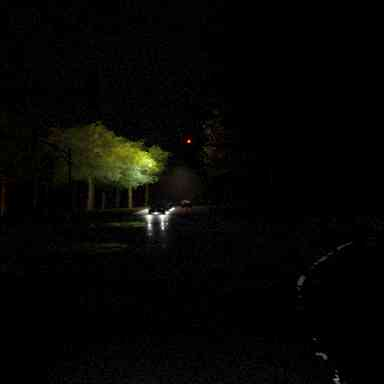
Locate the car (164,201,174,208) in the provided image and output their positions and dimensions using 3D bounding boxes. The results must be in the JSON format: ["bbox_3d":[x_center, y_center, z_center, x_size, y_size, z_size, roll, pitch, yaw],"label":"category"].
[{"bbox_3d":[-4.707,2.565,68.213,1.895,1.301,4.718,0,-2,-1],"label":"car"}]

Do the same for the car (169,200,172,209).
[{"bbox_3d":[-4.353,2.079,49.051,1.812,1.442,4.674,0,-1,-1],"label":"car"}]

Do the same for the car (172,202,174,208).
[{"bbox_3d":[-4.545,2.073,57.983,2.097,1.767,4.553,0,-1,-1],"label":"car"}]

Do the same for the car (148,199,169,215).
[{"bbox_3d":[-4.153,1.902,40.058,1.837,1.490,4.892,0,-1,-1],"label":"car"}]

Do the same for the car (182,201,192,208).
[{"bbox_3d":[-1.069,2.529,66.953,1.895,1.301,4.718,0,-2,-1],"label":"car"}]

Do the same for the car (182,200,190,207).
[{"bbox_3d":[-1.473,2.824,80.614,1.882,1.535,5.008,0,-2,-1],"label":"car"}]
